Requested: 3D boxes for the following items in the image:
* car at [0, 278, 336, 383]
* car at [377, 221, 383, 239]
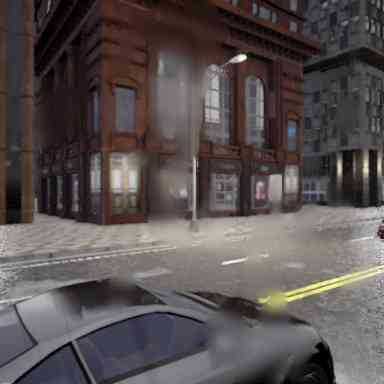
[{"bbox_3d":[-0.556,1.555,3.044,4.181,1.385,1.994,0,0,-35],"label":"car"},{"bbox_3d":[10.130,1.428,14.870,4.181,1.385,1.994,-1,0,-35],"label":"car"}]
